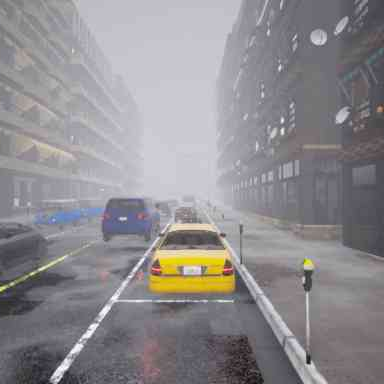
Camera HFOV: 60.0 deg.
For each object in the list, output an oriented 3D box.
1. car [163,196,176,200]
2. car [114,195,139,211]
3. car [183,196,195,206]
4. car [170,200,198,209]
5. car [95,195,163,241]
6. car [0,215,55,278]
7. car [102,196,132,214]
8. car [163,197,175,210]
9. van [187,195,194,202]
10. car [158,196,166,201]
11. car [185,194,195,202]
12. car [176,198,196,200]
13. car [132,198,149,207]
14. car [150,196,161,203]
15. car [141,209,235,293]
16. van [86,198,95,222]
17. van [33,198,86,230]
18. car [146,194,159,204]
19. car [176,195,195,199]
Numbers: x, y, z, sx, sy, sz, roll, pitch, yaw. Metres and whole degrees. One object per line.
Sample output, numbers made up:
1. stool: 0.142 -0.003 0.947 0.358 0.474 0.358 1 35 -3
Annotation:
1. car: -2.923 1.557 48.922 1.882 1.535 5.008 0 0 0
2. car: -8.314 1.379 42.876 2.192 1.841 5.009 1 0 0
3. car: -0.473 1.553 59.411 1.967 1.590 4.097 1 0 0
4. car: -0.438 1.572 26.224 1.887 1.381 4.507 1 0 0
5. car: -2.921 1.235 16.806 2.150 2.045 5.566 0 0 0
6. car: -5.870 1.570 9.566 1.994 1.385 4.181 0 0 0
7. car: -8.313 1.366 37.346 2.192 1.841 5.009 1 0 0
8. car: -3.022 1.545 33.004 1.837 1.490 4.892 0 0 0
9. van: -0.473 1.576 87.068 1.690 1.788 3.998 1 0 0
10. car: -8.325 1.847 92.652 1.802 1.307 4.206 1 0 0
11. car: -0.472 1.521 81.536 2.192 1.841 5.009 1 0 0
12. car: -0.438 1.583 31.754 1.887 1.381 4.507 1 0 0
13. car: -8.321 1.660 53.938 1.947 1.339 4.313 1 0 0
14. car: -8.323 1.725 76.059 1.887 1.381 4.507 1 0 0
15. car: 0.004 1.462 8.843 1.801 1.575 5.366 0 0 0
16. van: -8.313 1.368 26.285 1.690 1.788 3.998 1 0 0
17. van: -8.312 1.359 20.753 1.690 1.788 3.998 2 0 0
18. car: -8.317 1.471 70.528 2.192 1.841 5.009 1 0 0
19. car: -0.429 1.490 37.286 1.967 1.590 4.097 1 0 0
